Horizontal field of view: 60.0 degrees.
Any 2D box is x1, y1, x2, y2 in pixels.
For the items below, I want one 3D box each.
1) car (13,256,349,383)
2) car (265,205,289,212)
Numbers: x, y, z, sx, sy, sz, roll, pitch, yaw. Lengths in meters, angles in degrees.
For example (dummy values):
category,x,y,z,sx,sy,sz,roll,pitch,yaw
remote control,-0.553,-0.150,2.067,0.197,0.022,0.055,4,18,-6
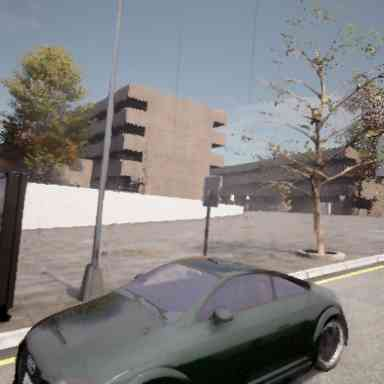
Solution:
category,x,y,z,sx,sy,sz,roll,pitch,yaw
car,0.116,1.594,4.205,4.181,1.385,1.994,1,-1,-36
car,14.513,3.032,56.682,2.128,1.511,4.902,6,-5,-24
